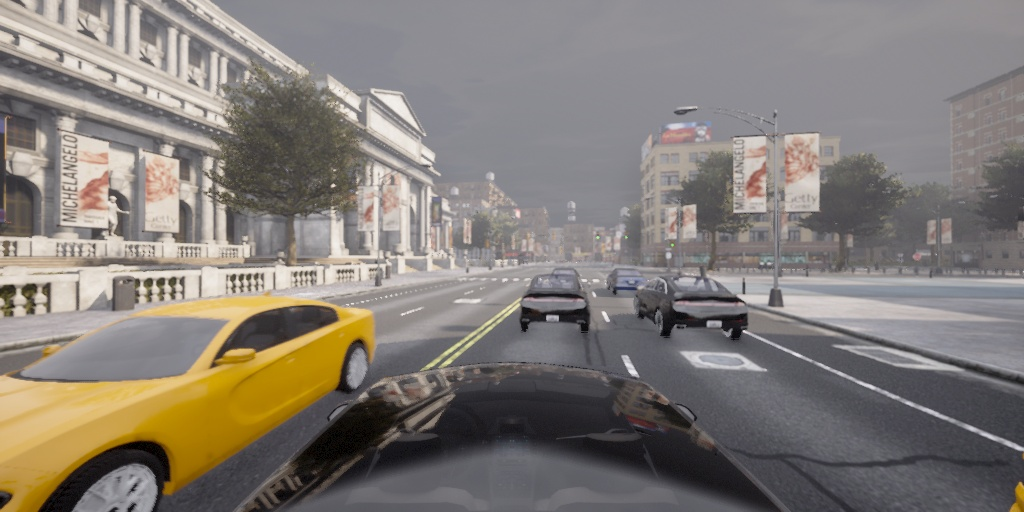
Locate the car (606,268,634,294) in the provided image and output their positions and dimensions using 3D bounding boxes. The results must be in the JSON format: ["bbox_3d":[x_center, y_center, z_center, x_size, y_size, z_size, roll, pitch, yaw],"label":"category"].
[{"bbox_3d":[6.625,1.410,20.951,2.033,1.411,5.357,0,0,10],"label":"car"}]

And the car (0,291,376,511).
[{"bbox_3d":[-3.344,1.238,3.975,1.882,1.535,5.008,0,0,5],"label":"car"}]

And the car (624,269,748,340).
[{"bbox_3d":[4.797,1.293,10.265,2.128,1.511,4.902,0,0,8],"label":"car"}]

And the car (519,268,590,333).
[{"bbox_3d":[1.365,1.296,11.045,2.128,1.511,4.902,0,0,9],"label":"car"}]

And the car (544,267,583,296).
[{"bbox_3d":[3.175,1.411,21.576,2.033,1.411,5.357,0,0,10],"label":"car"}]
